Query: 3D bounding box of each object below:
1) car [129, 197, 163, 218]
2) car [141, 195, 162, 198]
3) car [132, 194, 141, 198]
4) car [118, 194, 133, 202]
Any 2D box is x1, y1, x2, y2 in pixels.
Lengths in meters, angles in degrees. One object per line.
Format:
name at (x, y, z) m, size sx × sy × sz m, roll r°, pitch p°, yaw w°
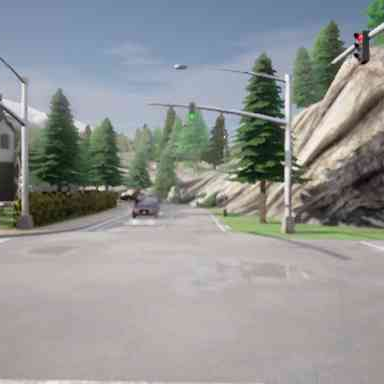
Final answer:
car at (-3.766, 1.388, 27.663) m, size 1.994 × 1.385 × 4.181 m, roll 0°, pitch 0°, yaw -2°
car at (-4.429, 1.296, 36.216) m, size 1.812 × 1.442 × 4.674 m, roll 0°, pitch 0°, yaw -8°
car at (-6.641, 1.213, 46.026) m, size 1.837 × 1.490 × 4.892 m, roll 0°, pitch 0°, yaw -18°
car at (-12.359, 1.068, 64.388) m, size 5.008 × 1.535 × 1.882 m, roll 0°, pitch 0°, yaw 42°
